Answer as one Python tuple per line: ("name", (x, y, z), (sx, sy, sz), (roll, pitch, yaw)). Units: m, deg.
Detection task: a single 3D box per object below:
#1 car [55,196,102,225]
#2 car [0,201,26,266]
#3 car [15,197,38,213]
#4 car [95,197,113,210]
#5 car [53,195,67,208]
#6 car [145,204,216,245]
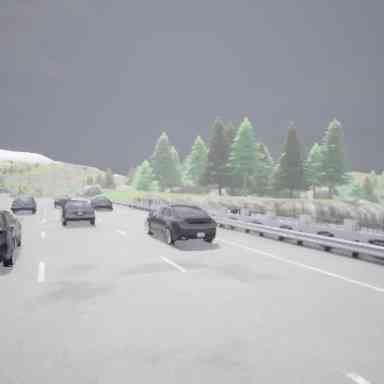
("car", (-7.259, 1.218, 20.894), (2.033, 1.411, 5.357), (0, 0, -24))
("car", (-6.394, 1.243, 10.204), (1.882, 1.535, 5.008), (0, 1, -24))
("car", (-14.956, 1.119, 29.740), (2.033, 1.411, 5.357), (0, 0, -24))
("car", (-9.689, 1.178, 35.159), (1.994, 1.385, 4.181), (0, 0, -24))
("car", (-14.976, 1.087, 38.529), (1.812, 1.442, 4.674), (1, 0, -24))
("car", (-0.646, 1.300, 14.527), (1.837, 1.490, 4.892), (0, 1, -24))
